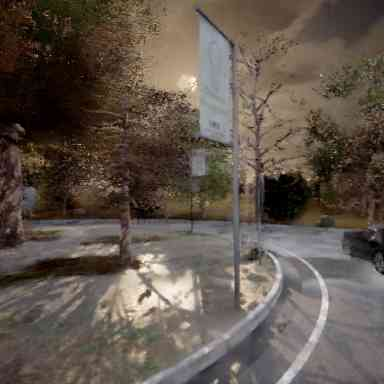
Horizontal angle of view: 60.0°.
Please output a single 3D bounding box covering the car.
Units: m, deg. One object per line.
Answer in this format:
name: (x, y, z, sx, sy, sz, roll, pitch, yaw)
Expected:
car: (6.407, 1.703, 10.667, 1.895, 1.301, 4.718, -1, -1, 8)
